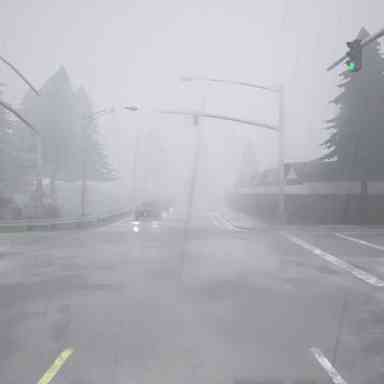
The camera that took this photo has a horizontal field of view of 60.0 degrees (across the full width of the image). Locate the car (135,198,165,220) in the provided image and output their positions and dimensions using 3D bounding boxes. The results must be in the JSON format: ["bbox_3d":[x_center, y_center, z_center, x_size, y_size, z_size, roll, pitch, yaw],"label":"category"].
[{"bbox_3d":[-3.603,1.505,28.038,1.837,1.490,4.892,0,0,0],"label":"car"}]

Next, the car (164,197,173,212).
[{"bbox_3d":[-3.599,1.564,37.952,1.994,1.385,4.181,0,0,0],"label":"car"}]

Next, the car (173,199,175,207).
[{"bbox_3d":[-3.515,1.504,48.307,1.837,1.490,4.892,0,0,2],"label":"car"}]
